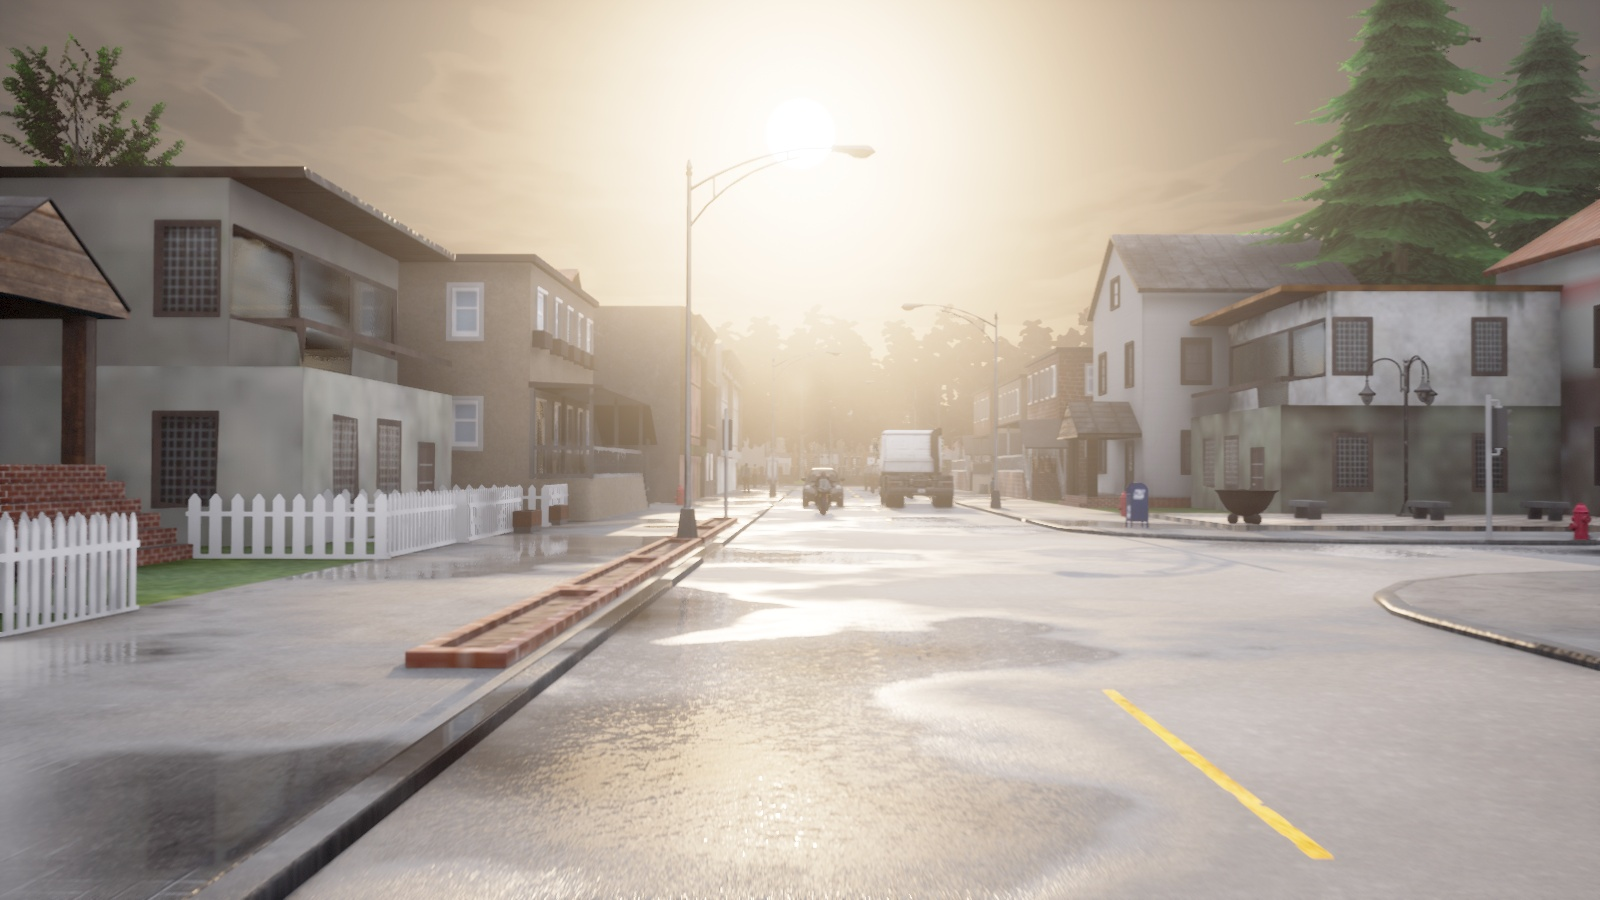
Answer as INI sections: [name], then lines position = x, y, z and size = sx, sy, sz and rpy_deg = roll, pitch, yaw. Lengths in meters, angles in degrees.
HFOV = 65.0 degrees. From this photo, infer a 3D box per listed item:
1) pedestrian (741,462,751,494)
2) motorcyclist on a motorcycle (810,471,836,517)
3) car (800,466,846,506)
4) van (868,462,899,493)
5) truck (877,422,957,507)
[pedestrian]
position = -3.230, 1.671, 74.954
size = 0.396, 1.930, 0.692
rpy_deg = 0, -1, -19
[motorcyclist on a motorcycle]
position = 0.797, 1.500, 43.298
size = 0.866, 1.530, 2.191
rpy_deg = 0, -1, 1
[car]
position = 0.964, 1.514, 53.298
size = 1.851, 1.617, 3.988
rpy_deg = 0, -1, 1
[van]
position = 5.463, 1.795, 82.703
size = 1.775, 1.987, 4.442
rpy_deg = 0, -1, 1
[truck]
position = 4.999, 0.646, 55.204
size = 2.891, 3.462, 7.936
rpy_deg = 0, -1, 1
